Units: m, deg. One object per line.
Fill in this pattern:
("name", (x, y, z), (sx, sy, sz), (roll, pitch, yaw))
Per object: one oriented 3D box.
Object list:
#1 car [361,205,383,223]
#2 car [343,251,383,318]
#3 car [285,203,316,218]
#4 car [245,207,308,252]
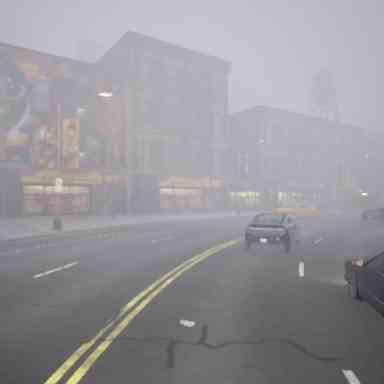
("car", (17.010, 1.939, 29.639), (4.902, 1.511, 2.128), (1, -1, -36))
("car", (4.122, 1.641, 5.529), (2.033, 1.411, 5.357), (0, -1, 10))
("car", (10.567, 1.908, 33.909), (5.008, 1.535, 1.882), (1, -1, -37))
("car", (3.752, 1.674, 14.971), (2.128, 1.511, 4.902), (0, -1, 24))
